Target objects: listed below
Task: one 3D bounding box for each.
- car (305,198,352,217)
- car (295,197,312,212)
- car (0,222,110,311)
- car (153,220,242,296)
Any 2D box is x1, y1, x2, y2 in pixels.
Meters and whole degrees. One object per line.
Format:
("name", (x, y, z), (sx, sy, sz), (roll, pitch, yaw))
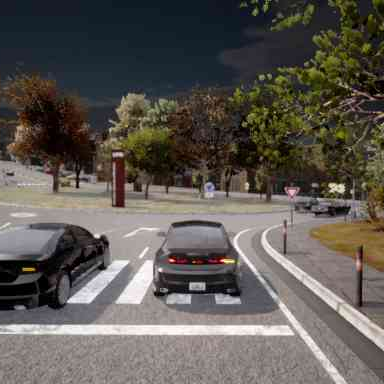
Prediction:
("car", (13.317, 1.513, 31.712), (5.357, 1.411, 2.033), (-2, 2, -43))
("car", (12.782, 1.341, 35.993), (1.837, 1.490, 4.892), (3, 3, 40))
("car", (-3.374, 1.451, 7.856), (1.882, 1.535, 5.008), (0, 0, 1))
("car", (0.117, 1.474, 8.528), (1.837, 1.490, 4.892), (0, 0, 0))
